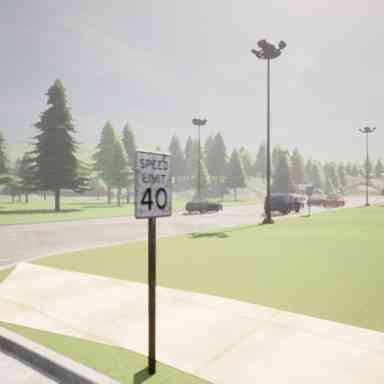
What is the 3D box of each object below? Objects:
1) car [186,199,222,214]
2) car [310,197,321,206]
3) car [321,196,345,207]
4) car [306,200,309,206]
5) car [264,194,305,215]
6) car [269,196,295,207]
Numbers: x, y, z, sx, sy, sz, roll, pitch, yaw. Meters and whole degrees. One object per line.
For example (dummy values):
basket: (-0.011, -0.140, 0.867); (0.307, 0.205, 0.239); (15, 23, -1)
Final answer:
car: (1.334, 1.480, 35.063); (2.128, 1.511, 4.902); (0, 0, 37)
car: (20.287, 1.539, 54.307); (2.033, 1.411, 5.357); (0, 0, 37)
car: (21.440, 1.344, 49.907); (2.097, 1.767, 4.553); (0, 0, 37)
car: (14.067, 1.592, 46.067); (1.895, 1.301, 4.718); (0, 0, 38)
car: (9.286, 1.214, 33.944); (2.150, 2.045, 5.566); (0, 0, 37)
car: (14.058, 1.481, 51.787); (2.128, 1.511, 4.902); (0, 0, 38)
